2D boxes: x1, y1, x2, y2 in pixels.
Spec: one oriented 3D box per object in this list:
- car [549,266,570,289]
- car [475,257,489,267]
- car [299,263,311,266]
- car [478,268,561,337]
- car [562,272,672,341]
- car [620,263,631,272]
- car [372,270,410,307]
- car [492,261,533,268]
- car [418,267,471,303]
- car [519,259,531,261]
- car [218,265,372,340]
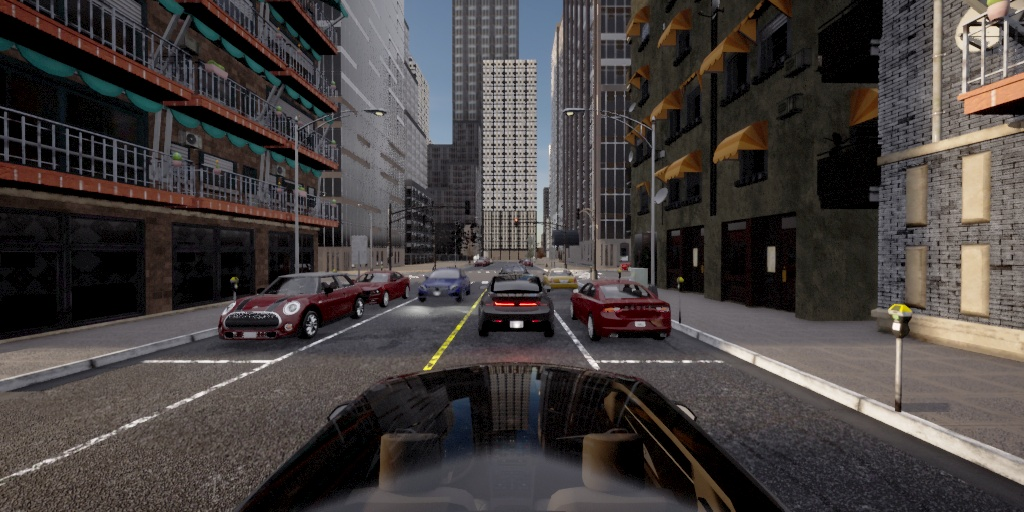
[{"bbox_3d":[2.707,1.273,20.965,1.751,1.417,4.829,0,0,0],"label":"car"},{"bbox_3d":[-5.631,1.292,64.330,1.888,1.381,4.507,0,0,0],"label":"car"},{"bbox_3d":[-23.799,1.495,39.642,4.097,1.591,1.967,0,0,0],"label":"car"},{"bbox_3d":[0.108,1.253,10.299,1.837,1.490,4.892,0,0,0],"label":"car"},{"bbox_3d":[2.697,1.294,9.748,1.888,1.381,4.507,0,0,0],"label":"car"},{"bbox_3d":[14.299,1.005,39.926,4.507,1.381,1.888,0,0,0],"label":"car"},{"bbox_3d":[-5.679,1.293,15.294,1.888,1.381,4.507,0,0,0],"label":"car"},{"bbox_3d":[0.116,1.239,20.433,2.128,1.511,4.902,0,0,0],"label":"car"},{"bbox_3d":[-3.039,1.273,16.934,1.812,1.442,4.674,0,0,1],"label":"car"},{"bbox_3d":[2.749,1.186,64.321,1.967,1.591,4.097,0,0,0],"label":"car"},{"bbox_3d":[-5.684,1.189,9.770,1.967,1.591,4.097,0,0,0],"label":"car"}]
